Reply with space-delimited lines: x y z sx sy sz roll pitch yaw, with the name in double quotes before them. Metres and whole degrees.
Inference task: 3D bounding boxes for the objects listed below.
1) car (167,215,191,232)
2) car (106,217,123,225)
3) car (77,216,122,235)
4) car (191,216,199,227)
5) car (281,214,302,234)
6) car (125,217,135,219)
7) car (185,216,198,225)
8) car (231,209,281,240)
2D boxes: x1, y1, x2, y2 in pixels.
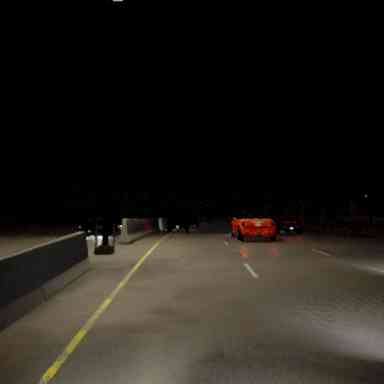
"car" -1.230 2.832 30.149 1.837 1.490 4.892 0 -4 0
"car" -14.021 5.222 60.374 1.994 1.385 4.181 0 -4 1
"car" -7.105 2.523 25.599 2.033 1.411 5.357 0 -4 0
"car" 0.003 4.170 47.847 1.882 1.535 5.008 0 -5 0
"car" 7.096 2.520 26.150 1.837 1.490 4.892 0 -4 0
"car" -10.556 4.934 56.138 1.895 1.301 4.718 0 -4 1
"car" -0.008 5.202 61.046 2.128 1.511 4.902 0 -4 2
"car" 3.597 1.928 20.229 2.097 1.767 4.553 0 -4 0
